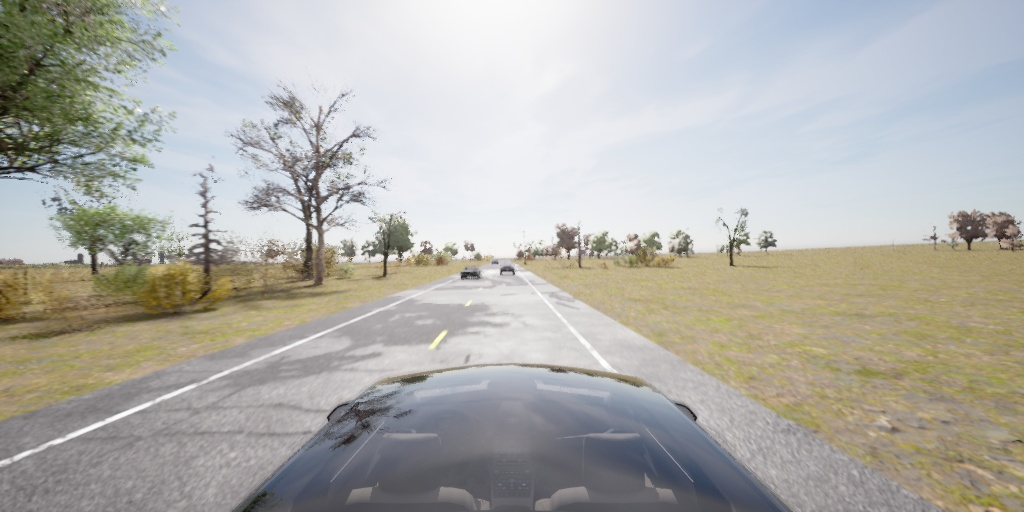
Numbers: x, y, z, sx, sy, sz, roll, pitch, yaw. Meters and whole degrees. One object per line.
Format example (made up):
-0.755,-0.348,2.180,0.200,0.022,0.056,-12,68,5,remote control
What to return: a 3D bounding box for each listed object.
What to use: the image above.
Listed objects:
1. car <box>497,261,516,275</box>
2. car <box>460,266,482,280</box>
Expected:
-0.580,1.564,45.537,1.812,1.442,4.674,-1,-1,-1,car
-4.121,1.674,36.632,1.895,1.301,4.718,-1,0,-1,car
